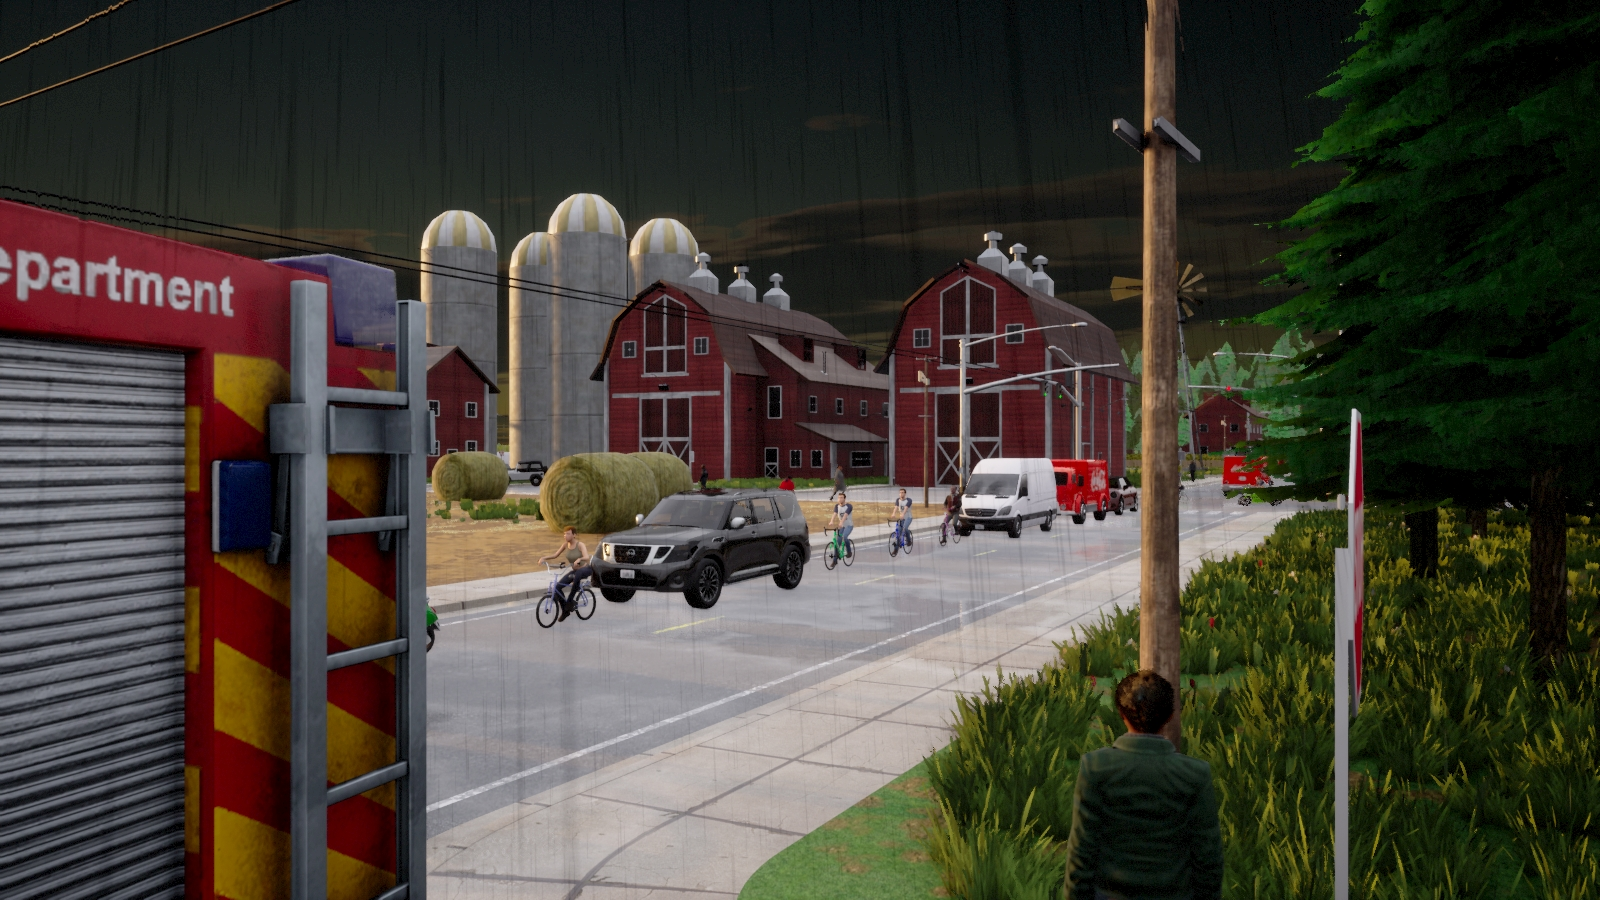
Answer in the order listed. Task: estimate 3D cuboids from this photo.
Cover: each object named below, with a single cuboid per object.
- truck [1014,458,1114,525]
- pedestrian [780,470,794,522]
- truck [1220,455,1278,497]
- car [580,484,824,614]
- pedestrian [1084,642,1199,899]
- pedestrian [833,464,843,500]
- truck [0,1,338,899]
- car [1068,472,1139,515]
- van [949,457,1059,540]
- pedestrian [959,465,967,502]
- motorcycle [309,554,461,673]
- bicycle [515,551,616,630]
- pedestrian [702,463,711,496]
[{"bbox_3d":[10.558,1.568,45.374,2.627,2.467,5.204,0,0,28],"label":"truck"},{"bbox_3d":[-0.487,1.678,41.815,0.375,1.860,0.375,0,0,37],"label":"pedestrian"},{"bbox_3d":[27.965,1.567,71.058,2.627,2.467,5.204,0,0,30],"label":"truck"},{"bbox_3d":[-1.718,1.779,22.429,2.150,2.045,5.566,0,0,27],"label":"car"},{"bbox_3d":[1.225,1.663,4.131,0.375,1.860,0.375,0,0,13],"label":"pedestrian"},{"bbox_3d":[2.008,1.670,60.041,0.375,1.860,0.375,0,0,27],"label":"pedestrian"},{"bbox_3d":[-5.978,0.867,3.793,8.468,3.827,2.891,0,0,20],"label":"truck"},{"bbox_3d":[13.659,1.903,51.221,2.097,1.767,4.553,0,0,28],"label":"car"},{"bbox_3d":[7.067,1.534,38.948,1.988,2.561,5.915,0,0,28],"label":"van"},{"bbox_3d":[8.269,1.669,57.891,0.375,1.860,0.375,0,0,17],"label":"pedestrian"},{"bbox_3d":[-5.522,2.142,15.311,0.856,1.316,1.805,0,0,28],"label":"motorcycle"},{"bbox_3d":[-3.787,2.256,18.582,0.859,1.080,1.487,0,0,28],"label":"bicycle"},{"bbox_3d":[-5.326,1.669,64.986,0.375,1.860,0.375,0,0,27],"label":"pedestrian"}]
